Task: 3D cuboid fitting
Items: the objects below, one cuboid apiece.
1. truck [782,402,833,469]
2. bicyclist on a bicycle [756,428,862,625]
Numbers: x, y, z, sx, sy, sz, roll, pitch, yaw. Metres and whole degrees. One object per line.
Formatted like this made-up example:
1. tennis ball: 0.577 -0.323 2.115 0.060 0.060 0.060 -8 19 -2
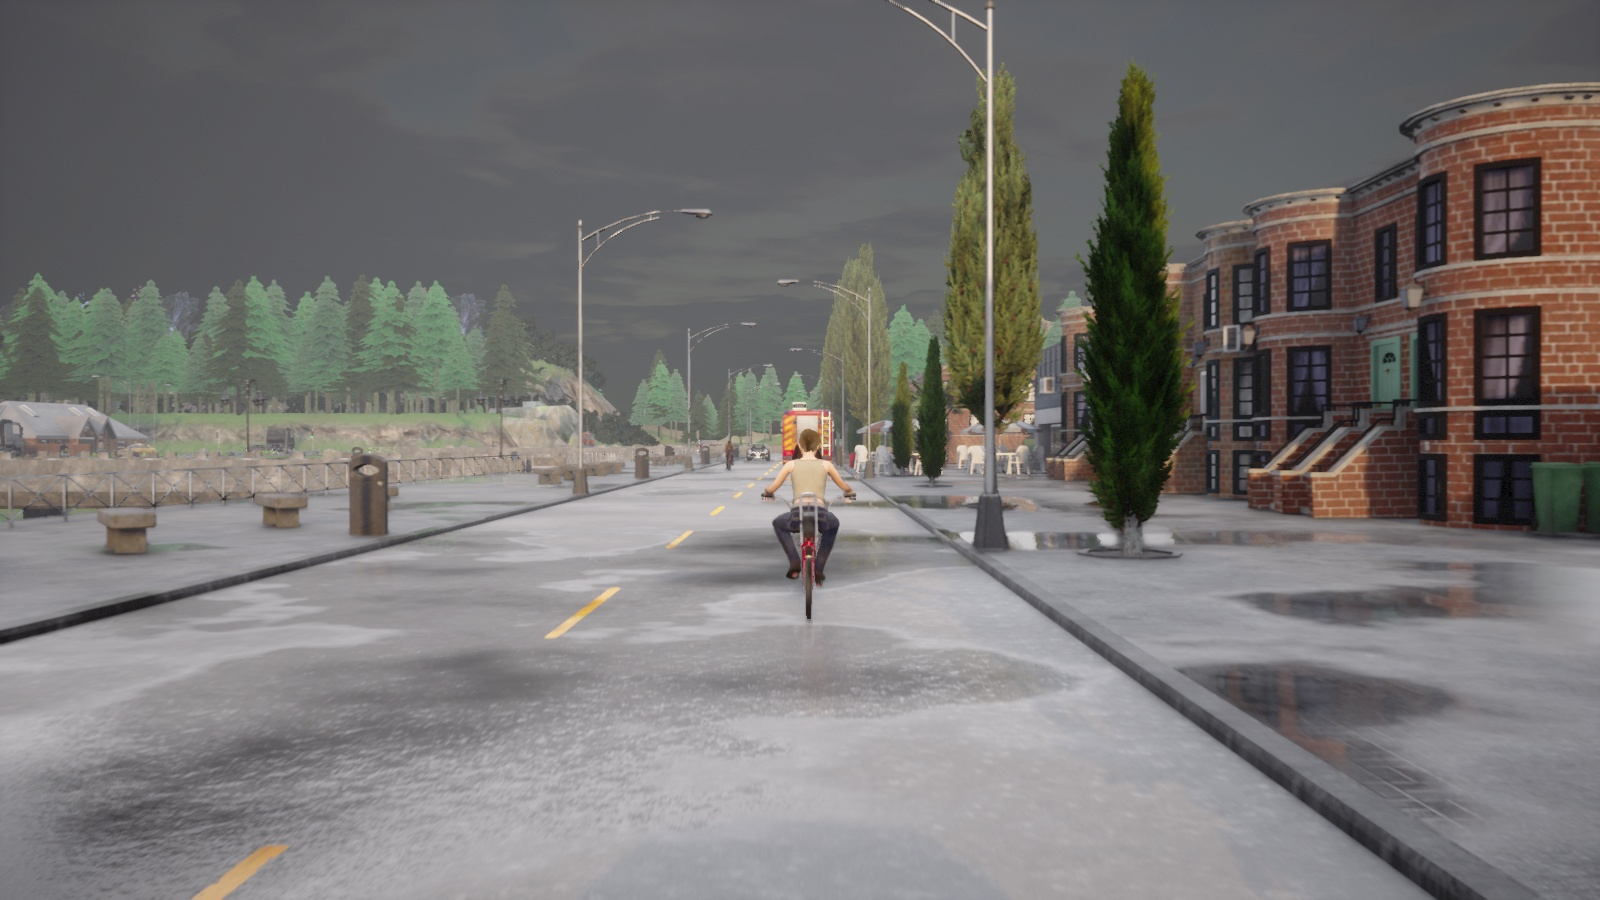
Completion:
1. truck: 0.431 -0.841 75.088 2.891 3.827 8.468 0 0 0
2. bicyclist on a bicycle: 0.077 0.621 11.033 0.866 1.612 1.509 0 0 0
